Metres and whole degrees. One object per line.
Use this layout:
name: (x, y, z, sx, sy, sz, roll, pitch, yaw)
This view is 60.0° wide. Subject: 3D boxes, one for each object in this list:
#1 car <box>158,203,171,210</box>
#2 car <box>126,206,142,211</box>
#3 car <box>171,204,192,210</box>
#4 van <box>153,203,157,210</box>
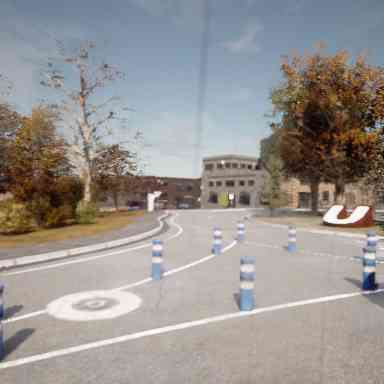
car: (-5.313, 3.766, 78.770, 2.163, 1.488, 4.792, 1, -4, -38)
car: (-15.606, 4.710, 91.686, 2.002, 1.452, 4.674, 1, -4, -38)
car: (-1.880, 3.467, 74.488, 2.002, 1.452, 4.674, 3, -5, -38)
van: (-8.811, 3.828, 83.165, 1.878, 1.987, 4.442, 1, -4, -38)
